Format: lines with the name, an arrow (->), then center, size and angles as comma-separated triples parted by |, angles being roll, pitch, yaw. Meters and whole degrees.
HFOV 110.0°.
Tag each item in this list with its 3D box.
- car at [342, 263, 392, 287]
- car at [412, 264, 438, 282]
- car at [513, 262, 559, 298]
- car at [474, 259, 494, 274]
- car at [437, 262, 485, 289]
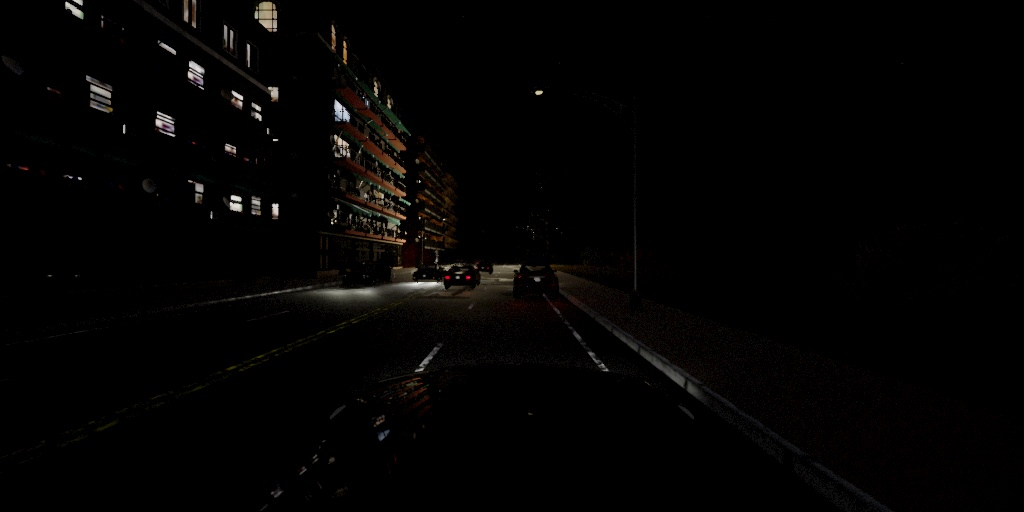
car -> -9.832, 1.231, 24.711 | 1.882, 1.535, 5.008 | 0, 0, 0
car -> -6.580, 1.318, 28.843 | 1.994, 1.385, 4.181 | 0, 0, 0
car -> 1.150, 1.104, 18.523 | 2.097, 1.767, 4.553 | 0, 0, 0
car -> -3.121, 1.302, 40.853 | 2.033, 1.411, 5.357 | 0, 0, 0
car -> -3.126, 1.301, 23.148 | 2.033, 1.411, 5.357 | 0, 0, 0
